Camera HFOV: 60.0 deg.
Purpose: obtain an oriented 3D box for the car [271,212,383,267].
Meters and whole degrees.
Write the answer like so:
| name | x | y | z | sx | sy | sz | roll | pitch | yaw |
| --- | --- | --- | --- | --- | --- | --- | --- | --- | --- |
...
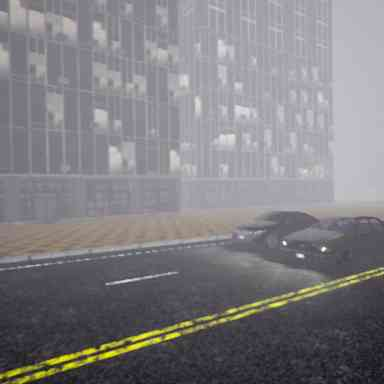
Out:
| name | x | y | z | sx | sy | sz | roll | pitch | yaw |
| --- | --- | --- | --- | --- | --- | --- | --- | --- | --- |
| car | 5.422 | 1.524 | 11.544 | 5.357 | 1.411 | 2.033 | 0 | 0 | -36 |

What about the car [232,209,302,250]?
| name | x | y | z | sx | sy | sz | roll | pitch | yaw |
| --- | --- | --- | --- | --- | --- | --- | --- | --- | --- |
| car | 3.836 | 1.501 | 14.404 | 4.674 | 1.442 | 1.812 | 0 | 0 | -35 |
